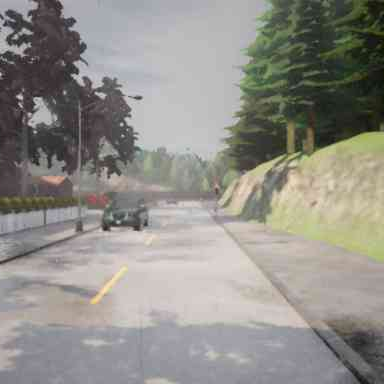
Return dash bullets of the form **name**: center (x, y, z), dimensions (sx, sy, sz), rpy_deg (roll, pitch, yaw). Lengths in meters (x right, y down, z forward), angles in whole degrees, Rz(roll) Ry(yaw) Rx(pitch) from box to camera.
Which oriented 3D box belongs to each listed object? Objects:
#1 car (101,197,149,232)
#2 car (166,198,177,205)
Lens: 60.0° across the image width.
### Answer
- **car**: center (-4.072, 1.345, 21.245), dimensions (2.150, 2.045, 5.566), rpy_deg (0, -1, 0)
- **car**: center (-4.024, 1.934, 66.902), dimensions (1.994, 1.385, 4.181), rpy_deg (0, 0, 0)
